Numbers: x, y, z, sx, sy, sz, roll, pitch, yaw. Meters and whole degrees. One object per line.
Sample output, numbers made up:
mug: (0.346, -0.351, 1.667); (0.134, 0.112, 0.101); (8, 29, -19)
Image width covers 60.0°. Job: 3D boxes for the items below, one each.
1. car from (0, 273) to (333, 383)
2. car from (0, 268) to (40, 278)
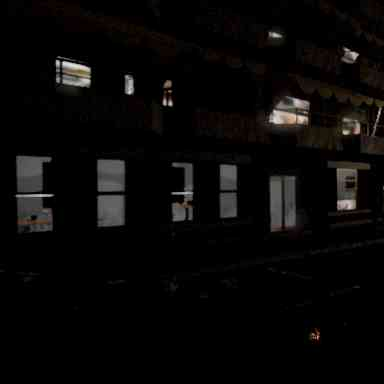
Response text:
car: (-0.665, 1.564, 2.903); (4.181, 1.385, 1.994); (0, 0, -36)
car: (-3.967, 1.551, 3.750); (4.403, 1.369, 2.008); (0, -1, -36)
